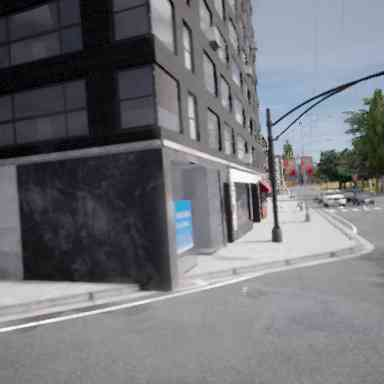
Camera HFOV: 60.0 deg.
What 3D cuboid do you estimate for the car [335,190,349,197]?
[{"bbox_3d":[35.289,0.402,78.404,2.128,1.511,4.902,-4,-1,16],"label":"car"}]

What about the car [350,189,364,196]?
[{"bbox_3d":[38.397,0.127,77.495,1.882,1.535,5.008,-4,-1,16],"label":"car"}]

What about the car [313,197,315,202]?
[{"bbox_3d":[23.716,1.122,61.876,1.895,1.301,4.718,-4,-1,16],"label":"car"}]

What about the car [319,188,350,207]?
[{"bbox_3d":[17.779,0.791,41.758,2.150,2.045,5.566,-4,-1,17],"label":"car"}]

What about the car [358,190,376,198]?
[{"bbox_3d":[35.486,0.356,67.488,2.033,1.411,5.357,-4,-1,16],"label":"car"}]

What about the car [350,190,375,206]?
[{"bbox_3d":[20.791,0.833,40.449,2.128,1.511,4.902,-4,-1,17],"label":"car"}]

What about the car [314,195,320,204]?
[{"bbox_3d":[20.495,0.895,51.033,2.097,1.767,4.553,-4,-1,17],"label":"car"}]
